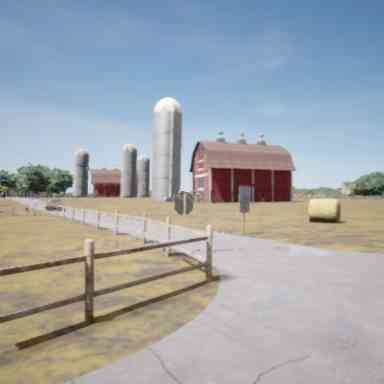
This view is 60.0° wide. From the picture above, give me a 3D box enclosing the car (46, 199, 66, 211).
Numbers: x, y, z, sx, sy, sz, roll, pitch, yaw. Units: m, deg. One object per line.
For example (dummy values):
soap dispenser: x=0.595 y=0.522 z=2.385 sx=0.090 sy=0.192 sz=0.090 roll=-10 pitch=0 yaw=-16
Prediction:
car: x=-19.731 y=1.771 z=48.164 sx=2.097 sy=1.767 sz=4.553 roll=2 pitch=-1 yaw=-32
